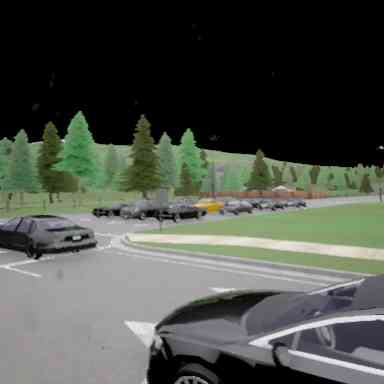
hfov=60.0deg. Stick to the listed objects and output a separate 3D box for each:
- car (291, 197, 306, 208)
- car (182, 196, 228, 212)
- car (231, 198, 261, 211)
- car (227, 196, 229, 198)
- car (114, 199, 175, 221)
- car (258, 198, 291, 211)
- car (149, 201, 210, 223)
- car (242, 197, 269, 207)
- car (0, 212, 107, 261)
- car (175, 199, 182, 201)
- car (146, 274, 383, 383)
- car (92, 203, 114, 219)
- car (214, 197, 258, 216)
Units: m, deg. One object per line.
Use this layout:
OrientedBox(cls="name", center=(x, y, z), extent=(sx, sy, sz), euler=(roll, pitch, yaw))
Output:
OrientedBox(cls="car", center=(14.847, 1.515, 47.534), extent=(2.128, 1.511, 4.902), euler=(0, 0, 36))
OrientedBox(cls="car", center=(1.493, 1.507, 35.251), extent=(1.882, 1.535, 5.008), euler=(0, 0, 36))
OrientedBox(cls="car", center=(7.039, 1.534, 42.818), extent=(1.837, 1.490, 4.892), euler=(0, 0, 36))
OrientedBox(cls="car", center=(4.076, 1.387, 44.690), extent=(2.097, 1.767, 4.553), euler=(0, 0, 36))
OrientedBox(cls="car", center=(-3.879, 1.382, 27.915), extent=(2.097, 1.767, 4.553), euler=(0, 0, 36))
OrientedBox(cls="car", center=(9.838, 1.515, 40.717), extent=(2.128, 1.511, 4.902), euler=(0, 0, 36))
OrientedBox(cls="car", center=(-0.883, 1.625, 26.076), extent=(1.895, 1.301, 4.718), euler=(0, 0, 36))
OrientedBox(cls="car", center=(10.179, 1.582, 52.957), extent=(2.033, 1.411, 5.357), euler=(0, 0, 37))
OrientedBox(cls="car", center=(-5.857, 1.566, 12.471), extent=(5.357, 1.411, 2.033), euler=(0, 0, 36))
OrientedBox(cls="car", center=(-1.174, 1.527, 37.531), extent=(2.128, 1.511, 4.902), euler=(0, 0, 36))
OrientedBox(cls="car", center=(1.773, 1.491, 2.728), extent=(4.902, 1.511, 2.128), euler=(0, 0, 36))
OrientedBox(cls="car", center=(-6.679, 1.636, 30.015), extent=(1.895, 1.301, 4.718), euler=(0, 0, 36))
OrientedBox(cls="car", center=(4.517, 1.550, 33.428), extent=(1.812, 1.442, 4.674), euler=(0, 0, 36))
